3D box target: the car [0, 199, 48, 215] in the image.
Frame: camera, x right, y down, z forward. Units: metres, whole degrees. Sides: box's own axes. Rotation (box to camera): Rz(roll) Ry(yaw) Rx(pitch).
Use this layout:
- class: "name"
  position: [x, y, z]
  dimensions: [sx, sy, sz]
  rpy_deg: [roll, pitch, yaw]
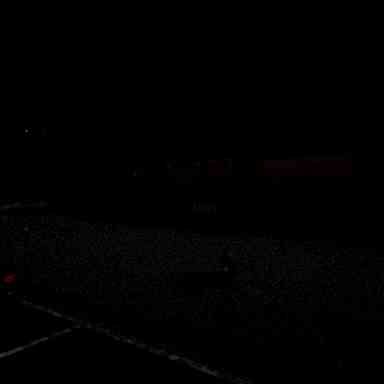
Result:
- class: "car"
  position: [-16.419, 1.415, 32.414]
  dimensions: [1.812, 1.442, 4.674]
  rpy_deg: [-1, 0, 36]

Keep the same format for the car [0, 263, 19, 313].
- class: "car"
  position: [-4.932, 1.587, 6.363]
  dimensions: [4.206, 1.307, 1.802]
  rpy_deg: [0, -1, 36]
